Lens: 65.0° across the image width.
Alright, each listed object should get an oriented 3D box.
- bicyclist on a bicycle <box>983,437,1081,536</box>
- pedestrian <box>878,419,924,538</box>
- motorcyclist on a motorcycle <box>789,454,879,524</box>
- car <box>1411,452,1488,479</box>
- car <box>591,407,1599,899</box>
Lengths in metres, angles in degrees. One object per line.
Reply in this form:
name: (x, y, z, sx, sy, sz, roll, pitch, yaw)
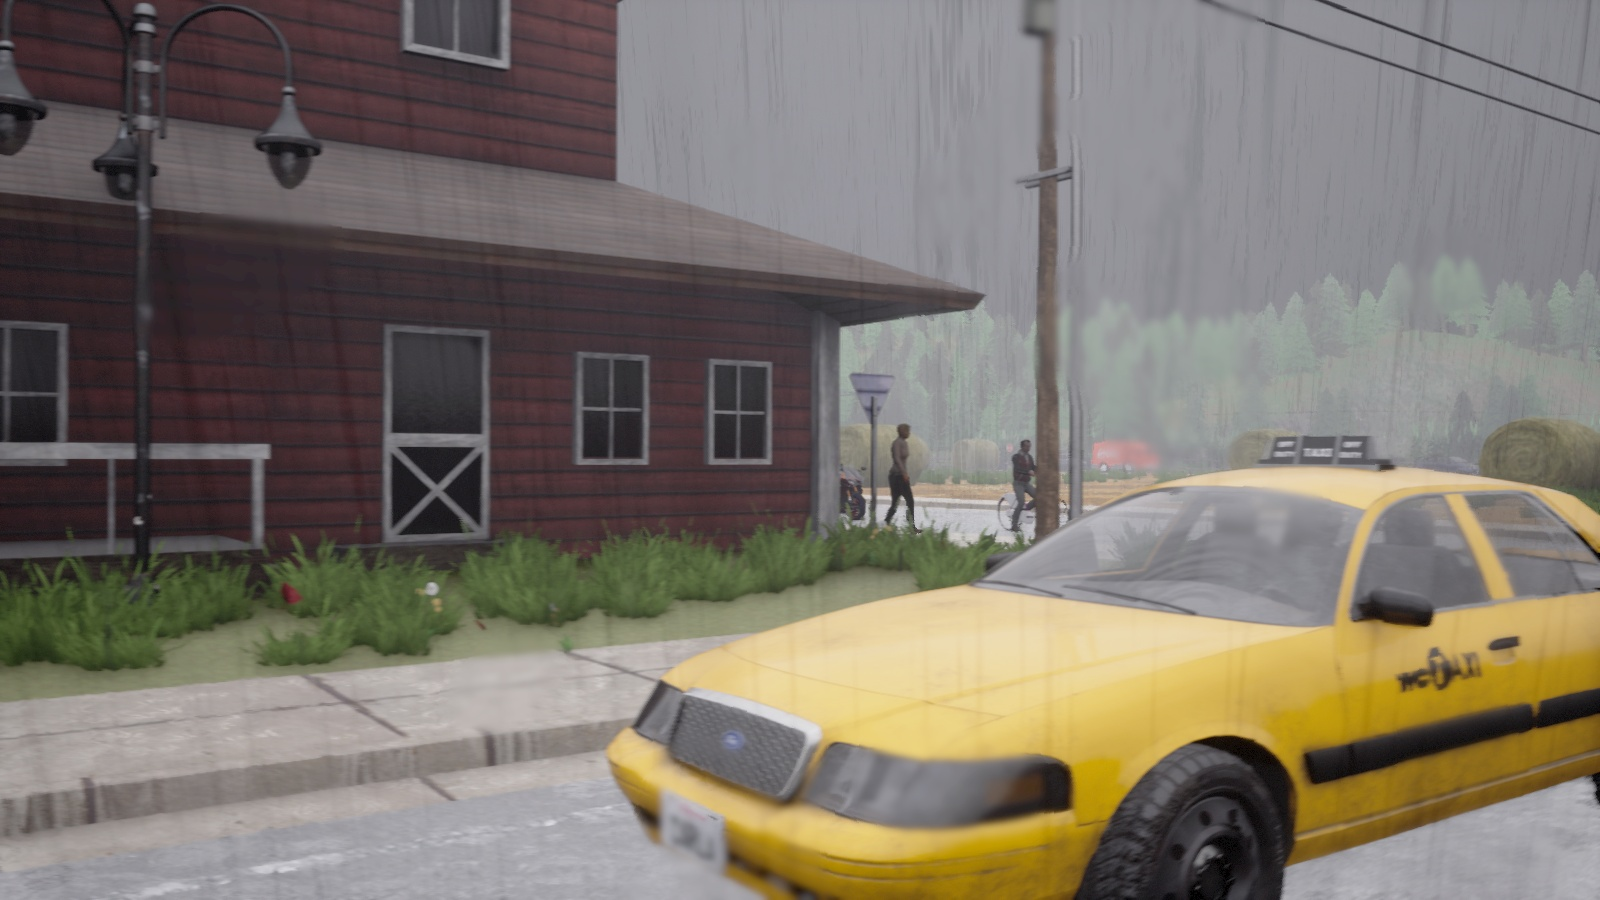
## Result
bicyclist on a bicycle: (4.309, 0.665, 23.442, 0.659, 1.776, 1.843, 0, 0, -36)
pedestrian: (1.596, 0.446, 19.848, 0.634, 1.846, 0.331, 0, 0, 29)
motorcyclist on a motorcycle: (0.745, 0.849, 28.401, 0.866, 1.530, 2.191, 0, 0, -36)
car: (38.639, 0.914, 74.791, 1.789, 1.549, 3.705, 0, 0, -32)
car: (2.007, 0.699, 5.056, 5.366, 1.575, 1.801, 0, 0, -35)
